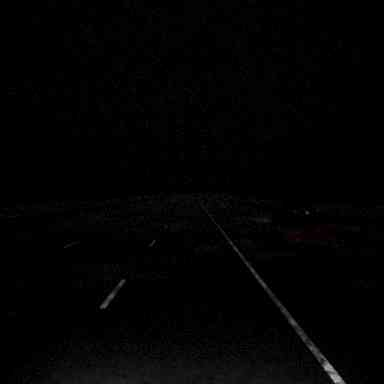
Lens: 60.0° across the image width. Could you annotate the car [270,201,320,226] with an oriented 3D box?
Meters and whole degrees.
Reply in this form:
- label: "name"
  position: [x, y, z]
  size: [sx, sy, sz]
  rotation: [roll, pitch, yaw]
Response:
- label: "car"
  position: [7.423, 1.436, 24.504]
  size: [2.097, 1.767, 4.553]
  rotation: [0, 0, -9]
